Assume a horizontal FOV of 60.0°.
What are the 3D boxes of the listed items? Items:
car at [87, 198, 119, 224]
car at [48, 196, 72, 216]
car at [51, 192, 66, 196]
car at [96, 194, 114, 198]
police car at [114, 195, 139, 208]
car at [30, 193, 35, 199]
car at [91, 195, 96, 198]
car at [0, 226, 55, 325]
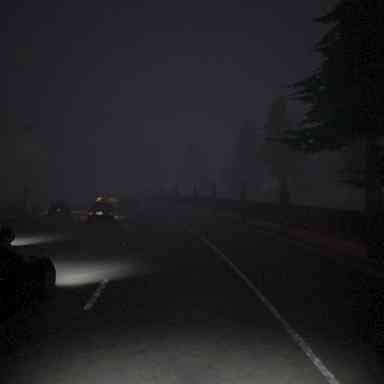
[{"bbox_3d":[-6.552,1.420,24.013,2.033,1.411,5.357,0,0,-14],"label":"car"},{"bbox_3d":[-12.205,1.371,30.873,1.812,1.442,4.674,0,0,-17],"label":"car"},{"bbox_3d":[-29.787,0.876,74.173,2.097,1.767,4.553,0,0,-44],"label":"car"},{"bbox_3d":[-13.407,1.170,53.489,1.801,1.575,5.366,0,0,-29],"label":"car"},{"bbox_3d":[-8.436,1.187,43.626,1.930,1.638,5.238,0,0,-24],"label":"police car"},{"bbox_3d":[-42.402,1.034,85.530,5.008,1.535,1.882,0,0,35],"label":"car"},{"bbox_3d":[-16.825,1.145,59.111,1.801,1.575,5.366,0,0,-33],"label":"car"},{"bbox_3d":[-3.759,1.503,5.246,1.812,1.442,4.674,0,0,-3],"label":"car"}]
